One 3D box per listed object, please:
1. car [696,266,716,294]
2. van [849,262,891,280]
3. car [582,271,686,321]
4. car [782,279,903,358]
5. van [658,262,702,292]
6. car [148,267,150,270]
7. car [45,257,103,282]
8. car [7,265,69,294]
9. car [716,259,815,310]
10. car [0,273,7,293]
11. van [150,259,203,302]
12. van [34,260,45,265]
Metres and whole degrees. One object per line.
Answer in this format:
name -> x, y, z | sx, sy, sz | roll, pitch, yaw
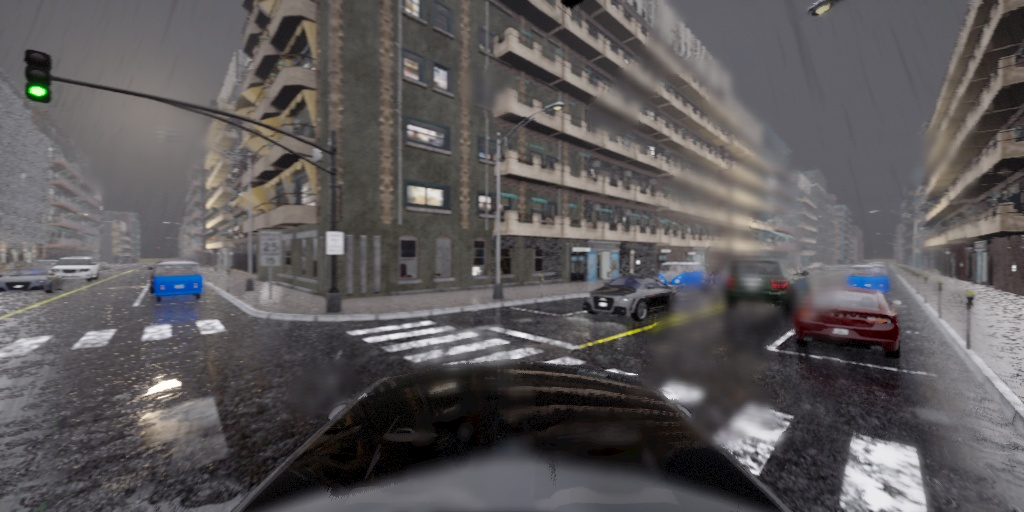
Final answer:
car -> 12.918, 1.488, 21.321 | 4.674, 1.442, 1.812 | 0, 0, -43
van -> 20.731, 1.388, 20.799 | 3.998, 1.789, 1.690 | 0, 0, -44
car -> 4.438, 1.431, 13.182 | 4.181, 1.385, 1.994 | 1, 0, -44
car -> 8.433, 1.453, 8.985 | 4.507, 1.381, 1.888 | 0, 0, -44
van -> 10.842, 1.281, 22.896 | 3.998, 1.789, 1.690 | 0, 0, -44
car -> -19.809, 1.121, 21.037 | 2.192, 1.841, 5.009 | 0, 0, -44
car -> -36.660, 1.102, 30.164 | 2.150, 2.045, 5.566 | 0, 1, -44
car -> -26.866, 1.399, 19.973 | 1.994, 1.385, 4.181 | 0, 0, -43
car -> 10.621, 1.160, 14.813 | 5.566, 2.045, 2.150 | 1, 0, -44
car -> -18.742, 1.277, 11.528 | 1.882, 1.535, 5.008 | 0, 0, -44
van -> -15.933, 1.130, 17.140 | 1.690, 1.789, 3.998 | 0, 0, -44
van -> -45.170, 1.280, 35.020 | 1.690, 1.789, 3.998 | 0, 0, -44
